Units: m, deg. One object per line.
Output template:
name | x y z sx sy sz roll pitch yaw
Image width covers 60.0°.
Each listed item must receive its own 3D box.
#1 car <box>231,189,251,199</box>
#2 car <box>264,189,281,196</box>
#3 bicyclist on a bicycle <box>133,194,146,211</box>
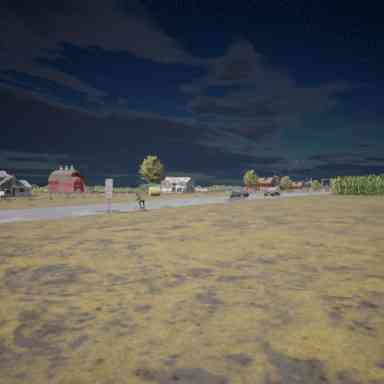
car | 8.290 0.354 56.402 1.837 1.490 4.892 1 1 35
car | 16.445 0.153 67.869 2.033 1.411 5.357 1 2 35
bicyclist on a bicycle | -4.902 0.995 31.130 1.656 1.620 0.582 0 1 35
